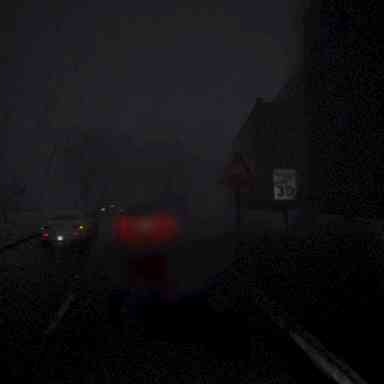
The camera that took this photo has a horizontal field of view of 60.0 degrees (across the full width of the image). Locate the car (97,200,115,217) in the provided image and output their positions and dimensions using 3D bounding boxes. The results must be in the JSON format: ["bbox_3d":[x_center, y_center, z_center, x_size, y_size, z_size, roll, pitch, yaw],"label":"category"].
[{"bbox_3d":[-7.394,1.360,28.845,1.994,1.385,4.181,-1,1,-7],"label":"car"}]

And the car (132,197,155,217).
[{"bbox_3d":[-4.207,1.251,29.473,1.812,1.442,4.674,-1,1,-7],"label":"car"}]

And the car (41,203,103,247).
[{"bbox_3d":[-5.373,1.497,14.983,1.812,1.442,4.674,-1,1,-8],"label":"car"}]

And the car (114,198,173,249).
[{"bbox_3d":[-2.037,1.264,14.586,2.097,1.767,4.553,-1,1,-8],"label":"car"}]
